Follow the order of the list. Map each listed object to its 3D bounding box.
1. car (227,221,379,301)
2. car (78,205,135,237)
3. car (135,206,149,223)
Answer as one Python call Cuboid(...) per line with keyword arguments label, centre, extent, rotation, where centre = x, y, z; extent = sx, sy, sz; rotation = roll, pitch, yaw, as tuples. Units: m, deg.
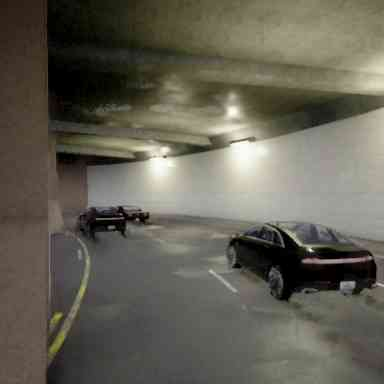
Cuboid(label="car", centre=(2.326, 1.470, 8.359), extent=(2.128, 1.511, 4.902), rotation=(0, 0, -11))
Cuboid(label="car", centre=(-5.077, 1.539, 18.479), extent=(2.128, 1.511, 4.902), rotation=(0, 0, -28))
Cuboid(label="car", centre=(-5.129, 1.649, 25.151), extent=(1.895, 1.301, 4.718), rotation=(0, 0, -36))
